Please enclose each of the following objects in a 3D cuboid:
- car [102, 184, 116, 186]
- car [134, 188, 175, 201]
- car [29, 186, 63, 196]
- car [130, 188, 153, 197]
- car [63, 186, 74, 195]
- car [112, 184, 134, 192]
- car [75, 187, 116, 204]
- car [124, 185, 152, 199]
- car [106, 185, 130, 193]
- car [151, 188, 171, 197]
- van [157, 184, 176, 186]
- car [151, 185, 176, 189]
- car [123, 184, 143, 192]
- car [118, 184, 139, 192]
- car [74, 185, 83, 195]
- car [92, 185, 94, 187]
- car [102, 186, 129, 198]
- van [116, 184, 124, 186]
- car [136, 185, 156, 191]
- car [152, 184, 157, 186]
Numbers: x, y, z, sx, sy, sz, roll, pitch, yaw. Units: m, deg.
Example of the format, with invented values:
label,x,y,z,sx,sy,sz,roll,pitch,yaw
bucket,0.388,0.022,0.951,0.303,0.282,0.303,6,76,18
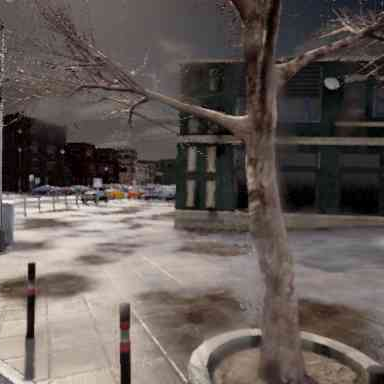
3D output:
label,x,y,z,sx,sy,sz,roll,pitch,yaw
car,-19.611,-0.756,69.908,5.566,2.045,2.435,2,2,16
car,-5.144,0.551,46.812,4.792,1.488,2.163,2,2,16
car,-23.995,-0.273,53.955,4.553,1.767,2.185,2,2,16
car,-9.185,0.104,60.700,2.033,1.411,5.357,2,2,16
car,-23.293,-0.202,56.629,5.008,1.535,2.097,2,2,16
car,-16.659,-0.885,80.535,4.553,1.767,2.185,2,2,16
car,-11.462,0.547,39.957,2.128,1.511,4.902,2,2,11
car,-8.388,0.168,52.363,2.097,1.767,4.553,2,2,16
car,-17.377,-0.695,77.876,5.008,1.535,2.097,2,2,16
car,-5.729,0.093,61.907,2.128,1.511,4.902,2,2,16
van,-2.978,0.137,54.863,4.442,1.987,1.878,2,2,16
car,-3.620,0.299,52.026,4.553,1.767,2.185,2,2,16
car,-15.120,-1.005,85.830,4.553,1.767,2.185,2,2,16
car,-15.920,-0.946,83.190,4.553,1.767,2.185,2,2,16
car,-22.547,-0.219,59.282,4.674,1.452,2.002,2,2,16
car,-21.075,-0.375,64.600,4.892,1.521,2.231,2,2,16
car,-11.987,0.247,50.663,1.882,1.535,5.008,2,2,16
van,-17.993,-0.854,75.181,4.442,1.987,1.878,2,2,16
car,-12.929,-1.053,93.806,4.892,1.521,2.231,2,2,16
car,-6.510,-0.327,70.442,2.128,1.511,4.902,2,2,16
